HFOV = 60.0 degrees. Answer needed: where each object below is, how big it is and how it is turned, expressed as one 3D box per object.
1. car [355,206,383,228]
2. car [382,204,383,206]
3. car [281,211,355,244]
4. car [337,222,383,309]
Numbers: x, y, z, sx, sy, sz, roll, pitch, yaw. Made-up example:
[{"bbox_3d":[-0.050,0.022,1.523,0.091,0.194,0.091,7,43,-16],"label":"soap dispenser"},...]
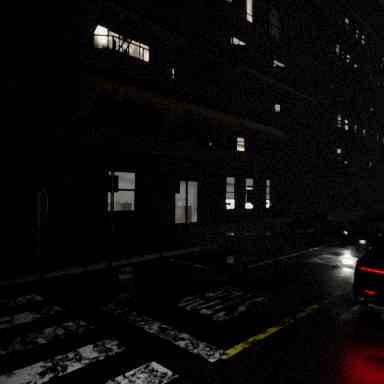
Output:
[{"bbox_3d":[8.554,1.561,14.879,5.357,1.411,2.033,0,0,-45],"label":"car"},{"bbox_3d":[13.652,1.547,23.575,4.829,1.417,1.752,0,1,-45],"label":"car"},{"bbox_3d":[5.909,1.600,15.886,4.206,1.307,1.802,0,1,-45],"label":"car"},{"bbox_3d":[5.007,1.509,6.988,4.892,1.490,1.837,0,0,-45],"label":"car"}]
